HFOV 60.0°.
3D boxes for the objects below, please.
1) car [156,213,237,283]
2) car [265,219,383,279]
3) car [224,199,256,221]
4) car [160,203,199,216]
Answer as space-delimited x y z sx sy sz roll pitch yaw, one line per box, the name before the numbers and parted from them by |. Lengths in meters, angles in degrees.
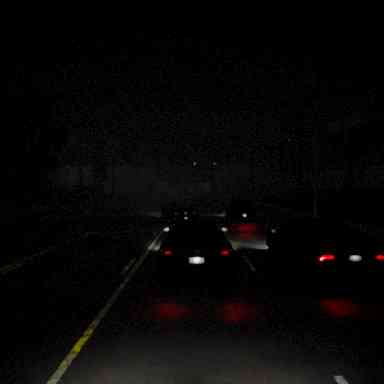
car | 0.104 1.509 9.550 1.994 1.385 4.181 0 0 0
car | 3.603 1.496 9.840 2.033 1.411 5.357 0 0 0
car | 3.606 1.298 25.194 1.837 1.490 4.892 0 1 0
car | -1.034 1.406 24.046 1.895 1.301 4.718 0 1 -16
